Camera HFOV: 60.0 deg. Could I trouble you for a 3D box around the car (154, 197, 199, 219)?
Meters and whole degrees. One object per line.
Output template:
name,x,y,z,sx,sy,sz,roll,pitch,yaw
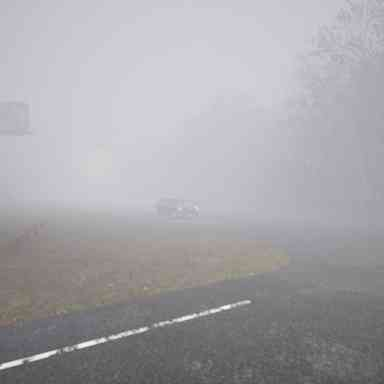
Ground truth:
car,-1.354,1.247,27.673,2.097,1.767,4.553,0,0,-34

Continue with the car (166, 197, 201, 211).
car,-1.062,1.372,39.690,1.837,1.490,4.892,0,0,-34
